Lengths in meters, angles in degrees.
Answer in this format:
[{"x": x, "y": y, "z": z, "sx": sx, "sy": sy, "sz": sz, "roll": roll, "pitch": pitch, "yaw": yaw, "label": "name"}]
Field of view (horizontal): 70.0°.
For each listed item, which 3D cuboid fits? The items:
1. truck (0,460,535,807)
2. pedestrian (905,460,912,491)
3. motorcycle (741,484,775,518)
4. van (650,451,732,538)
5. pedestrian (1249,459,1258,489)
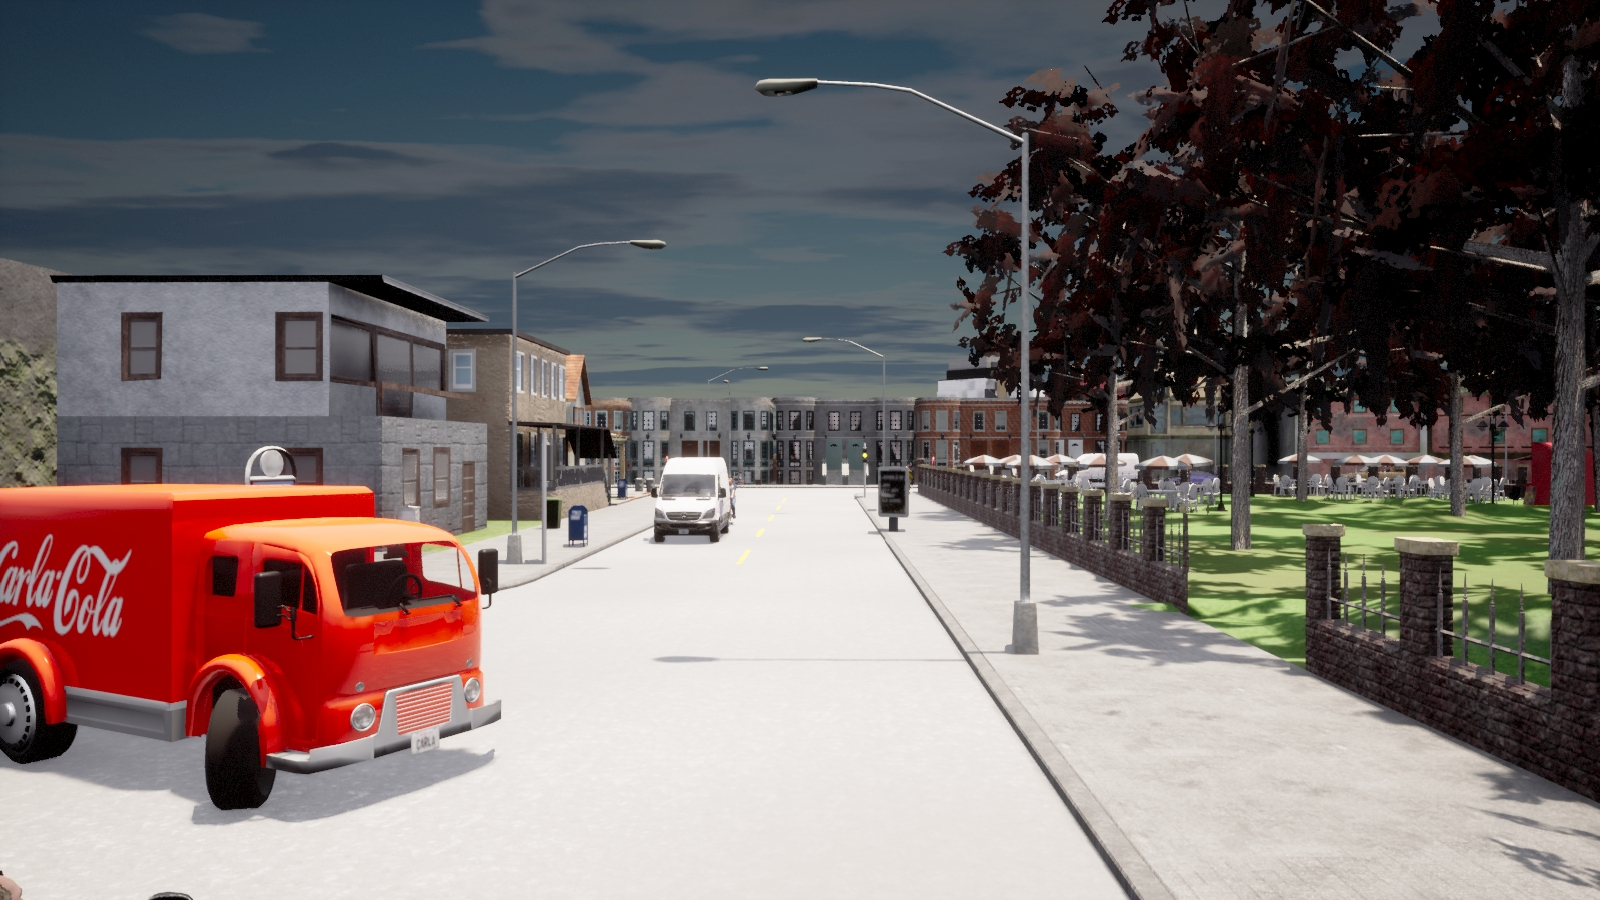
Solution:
[{"x": -5.356, "y": 1.348, "z": 10.675, "sx": 5.204, "sy": 2.467, "sz": 2.627, "roll": 0, "pitch": 0, "yaw": 29, "label": "truck"}, {"x": 6.458, "y": 1.516, "z": 68.025, "sx": 0.375, "sy": 1.860, "sz": 0.375, "roll": 0, "pitch": 0, "yaw": 3, "label": "pedestrian"}, {"x": -1.677, "y": 1.985, "z": 45.065, "sx": 0.867, "sy": 1.251, "sz": 2.209, "roll": 0, "pitch": 0, "yaw": -15, "label": "motorcycle"}, {"x": -3.393, "y": 1.314, "z": 36.728, "sx": 1.988, "sy": 2.561, "sz": 5.915, "roll": 0, "pitch": 0, "yaw": 1, "label": "van"}, {"x": 28.734, "y": 1.525, "z": 72.392, "sx": 0.375, "sy": 1.860, "sz": 0.375, "roll": 0, "pitch": 0, "yaw": 1, "label": "pedestrian"}]
